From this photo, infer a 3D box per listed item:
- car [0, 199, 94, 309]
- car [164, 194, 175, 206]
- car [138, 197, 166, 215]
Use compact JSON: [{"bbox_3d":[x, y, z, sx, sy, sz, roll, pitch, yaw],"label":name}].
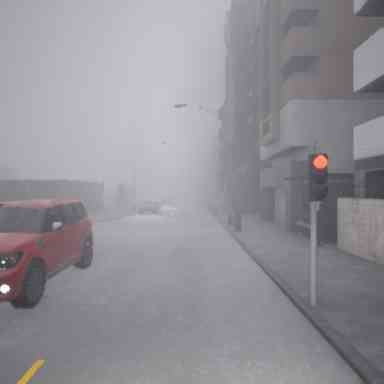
[{"bbox_3d":[-4.105,1.215,8.207,2.150,2.045,5.566,0,0,0],"label":"car"},{"bbox_3d":[-4.081,1.454,54.983,2.128,1.511,4.902,0,0,0],"label":"car"},{"bbox_3d":[-4.135,1.524,33.325,2.033,1.411,5.357,0,0,0],"label":"car"}]
